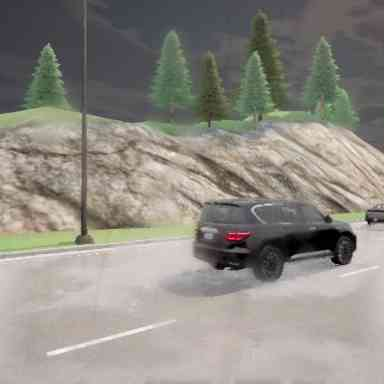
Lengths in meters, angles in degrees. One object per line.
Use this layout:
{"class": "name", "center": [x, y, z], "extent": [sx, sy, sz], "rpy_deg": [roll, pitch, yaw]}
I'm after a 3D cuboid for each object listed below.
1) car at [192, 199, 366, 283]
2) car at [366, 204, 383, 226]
{"class": "car", "center": [2.597, 1.219, 9.902], "extent": [5.566, 2.045, 2.150], "rpy_deg": [0, 0, -36]}
{"class": "car", "center": [13.251, 1.492, 21.822], "extent": [4.902, 1.511, 2.128], "rpy_deg": [0, 0, -36]}
